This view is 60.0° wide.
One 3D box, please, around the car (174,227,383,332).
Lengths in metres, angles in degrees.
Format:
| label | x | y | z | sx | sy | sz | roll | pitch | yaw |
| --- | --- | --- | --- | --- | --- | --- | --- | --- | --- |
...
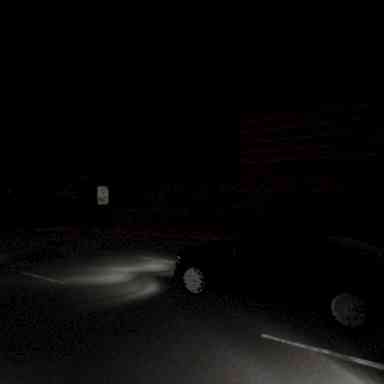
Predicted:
| label | x | y | z | sx | sy | sz | roll | pitch | yaw |
| --- | --- | --- | --- | --- | --- | --- | --- | --- | --- |
| car | 1.896 | 1.483 | 6.937 | 5.008 | 1.535 | 1.882 | 0 | 0 | 35 |
